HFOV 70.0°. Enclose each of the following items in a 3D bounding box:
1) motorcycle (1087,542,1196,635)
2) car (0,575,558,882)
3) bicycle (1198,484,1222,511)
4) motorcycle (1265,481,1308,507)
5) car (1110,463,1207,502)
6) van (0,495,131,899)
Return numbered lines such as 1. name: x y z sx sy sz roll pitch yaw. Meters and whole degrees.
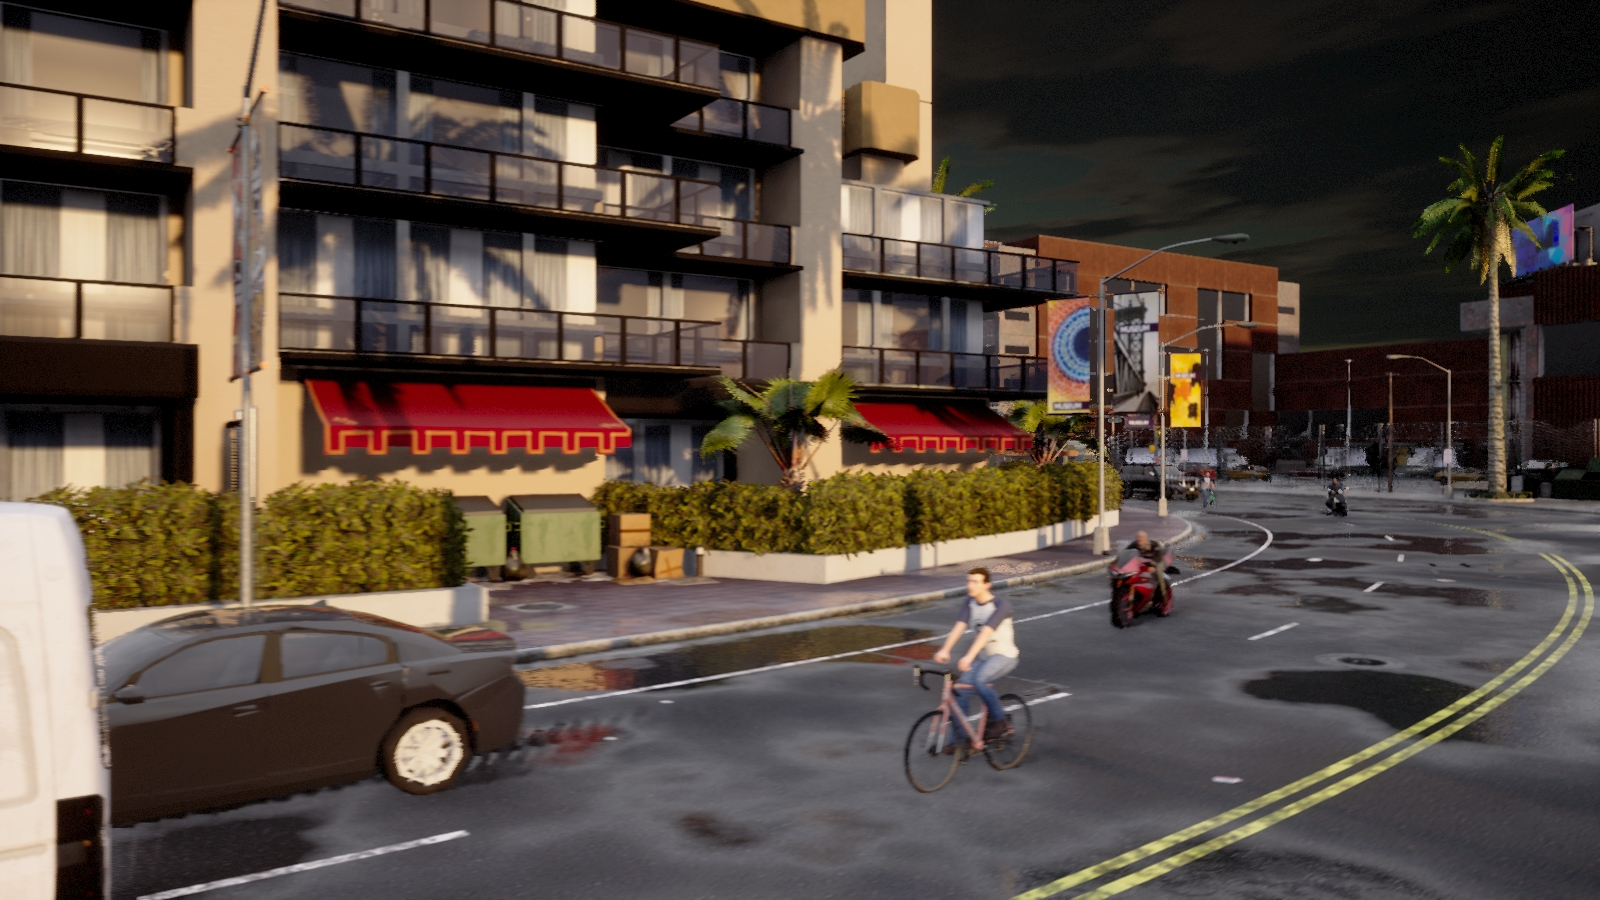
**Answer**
1. motorcycle: 5.587 2.207 18.598 0.867 1.251 2.209 0 0 41
2. car: -4.704 2.036 9.137 5.006 1.535 2.097 0 0 -38
3. bicycle: 19.109 2.210 53.325 0.373 1.196 1.643 -1 0 -6
4. motorcycle: 24.287 2.187 57.060 0.856 1.236 1.805 0 0 -33
5. car: 20.174 1.785 64.556 2.150 2.045 5.566 0 0 -23
6. van: -5.882 1.535 4.047 5.915 2.561 1.988 0 0 -35
